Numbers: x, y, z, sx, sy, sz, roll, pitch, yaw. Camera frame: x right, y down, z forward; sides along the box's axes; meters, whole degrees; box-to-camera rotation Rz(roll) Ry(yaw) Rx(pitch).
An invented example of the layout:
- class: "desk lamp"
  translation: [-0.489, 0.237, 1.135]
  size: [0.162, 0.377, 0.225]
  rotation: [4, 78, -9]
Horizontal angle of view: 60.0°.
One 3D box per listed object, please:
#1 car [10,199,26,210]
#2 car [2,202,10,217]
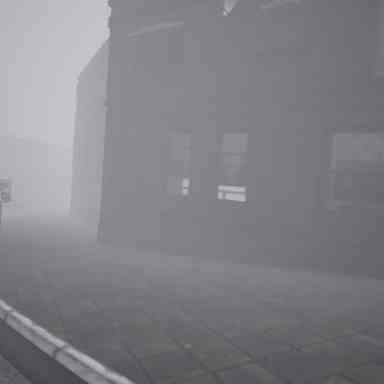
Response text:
- class: "car"
  translation: [-23.258, 1.578, 42.149]
  size: [2.033, 1.411, 5.357]
  rotation: [4, -1, 4]
- class: "car"
  translation: [-18.950, 1.563, 30.615]
  size: [1.882, 1.535, 5.008]
  rotation: [3, -2, -11]
